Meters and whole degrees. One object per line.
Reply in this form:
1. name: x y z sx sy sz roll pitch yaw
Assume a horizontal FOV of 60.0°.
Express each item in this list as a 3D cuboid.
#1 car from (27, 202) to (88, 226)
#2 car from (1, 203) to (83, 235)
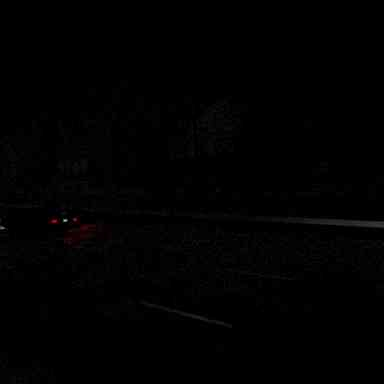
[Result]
1. car: -9.707 1.500 23.822 4.674 1.442 1.812 0 0 36
2. car: -8.635 1.526 18.756 5.357 1.411 2.033 0 0 36
